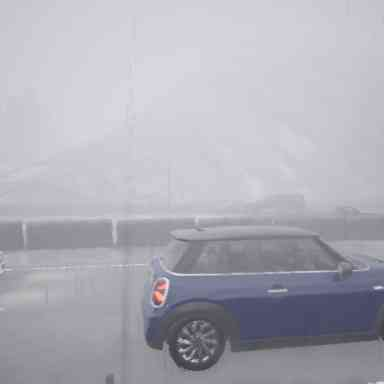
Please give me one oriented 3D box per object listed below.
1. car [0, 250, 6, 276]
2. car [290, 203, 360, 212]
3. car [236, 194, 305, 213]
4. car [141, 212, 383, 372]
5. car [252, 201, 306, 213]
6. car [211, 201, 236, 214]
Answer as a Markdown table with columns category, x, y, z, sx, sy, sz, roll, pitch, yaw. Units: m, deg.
| category | x | y | z | sx | sy | sz | roll | pitch | yaw |
| --- | --- | --- | --- | --- | --- | --- | --- | --- | --- |
| car | -6.841 | 1.541 | 7.512 | 4.674 | 1.442 | 1.812 | 0 | 0 | -10 |
| car | 9.019 | 1.582 | 21.124 | 4.718 | 1.301 | 1.895 | 0 | 0 | -10 |
| car | 6.883 | 1.208 | 27.857 | 5.566 | 2.045 | 2.150 | 0 | 0 | -10 |
| car | 1.474 | 1.351 | 5.401 | 4.553 | 1.767 | 2.097 | 0 | 0 | -10 |
| car | 6.934 | 1.550 | 24.313 | 4.181 | 1.385 | 1.994 | 0 | 0 | -10 |
| car | 4.058 | 1.517 | 30.905 | 4.674 | 1.442 | 1.812 | 0 | 0 | -10 |
